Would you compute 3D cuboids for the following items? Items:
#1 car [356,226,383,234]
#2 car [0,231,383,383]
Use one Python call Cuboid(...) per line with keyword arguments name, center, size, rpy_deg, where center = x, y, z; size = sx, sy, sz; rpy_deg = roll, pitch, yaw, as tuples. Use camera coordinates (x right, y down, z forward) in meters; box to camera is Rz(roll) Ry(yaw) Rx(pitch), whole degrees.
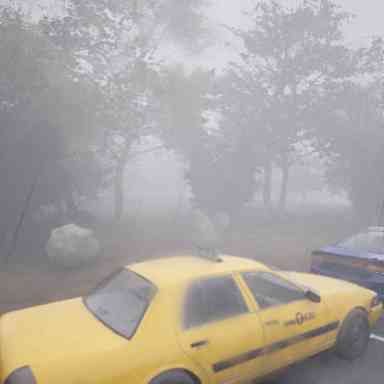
Cuboid(name="car", center=(4.792, 1.511, 7.476), size=(5.008, 1.535, 2.097), rpy_deg=(0, 0, -33))
Cuboid(name="car", center=(0.417, 1.487, 4.346), size=(5.366, 1.575, 1.946), rpy_deg=(0, 0, -33))
